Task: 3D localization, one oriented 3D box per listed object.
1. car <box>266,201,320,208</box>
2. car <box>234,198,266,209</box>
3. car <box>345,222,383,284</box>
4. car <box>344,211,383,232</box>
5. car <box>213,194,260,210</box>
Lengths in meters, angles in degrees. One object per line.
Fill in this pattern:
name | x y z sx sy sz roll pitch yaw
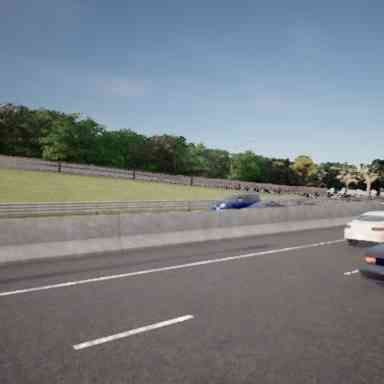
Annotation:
car | 8.895 1.508 27.935 4.902 1.511 2.128 0 0 -36
car | 6.766 1.566 30.715 5.357 1.411 2.033 0 0 -36
car | 6.322 1.557 8.388 5.357 1.411 2.033 0 0 -36
car | 8.339 1.538 14.228 4.674 1.442 1.812 0 0 -36
car | 4.687 1.241 33.530 5.566 2.045 2.150 0 0 -36
